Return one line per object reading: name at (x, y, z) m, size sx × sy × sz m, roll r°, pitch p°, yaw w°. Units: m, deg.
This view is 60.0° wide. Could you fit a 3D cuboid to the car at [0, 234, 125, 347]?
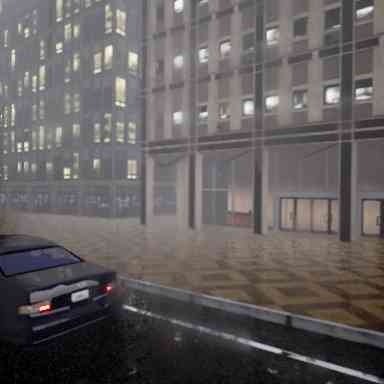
car at (-3.650, 1.539, 6.269) m, size 5.357 × 1.411 × 2.033 m, roll 0°, pitch 0°, yaw 36°
